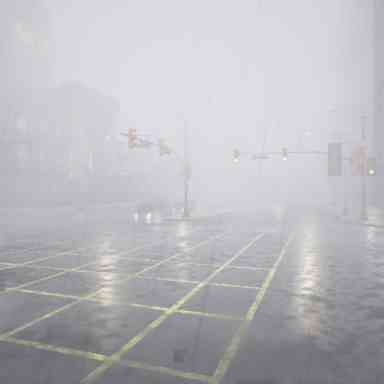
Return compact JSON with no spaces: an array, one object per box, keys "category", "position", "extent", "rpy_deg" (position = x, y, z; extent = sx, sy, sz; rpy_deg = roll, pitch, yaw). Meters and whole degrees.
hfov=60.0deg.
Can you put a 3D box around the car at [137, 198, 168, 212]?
[{"category":"car","position":[-4.532,1.477,38.778],"extent":[1.882,1.535,5.008],"rpy_deg":[0,0,22]}]

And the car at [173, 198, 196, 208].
[{"category":"car","position":[-1.095,1.600,48.397],"extent":[1.895,1.301,4.718],"rpy_deg":[0,0,20]}]
